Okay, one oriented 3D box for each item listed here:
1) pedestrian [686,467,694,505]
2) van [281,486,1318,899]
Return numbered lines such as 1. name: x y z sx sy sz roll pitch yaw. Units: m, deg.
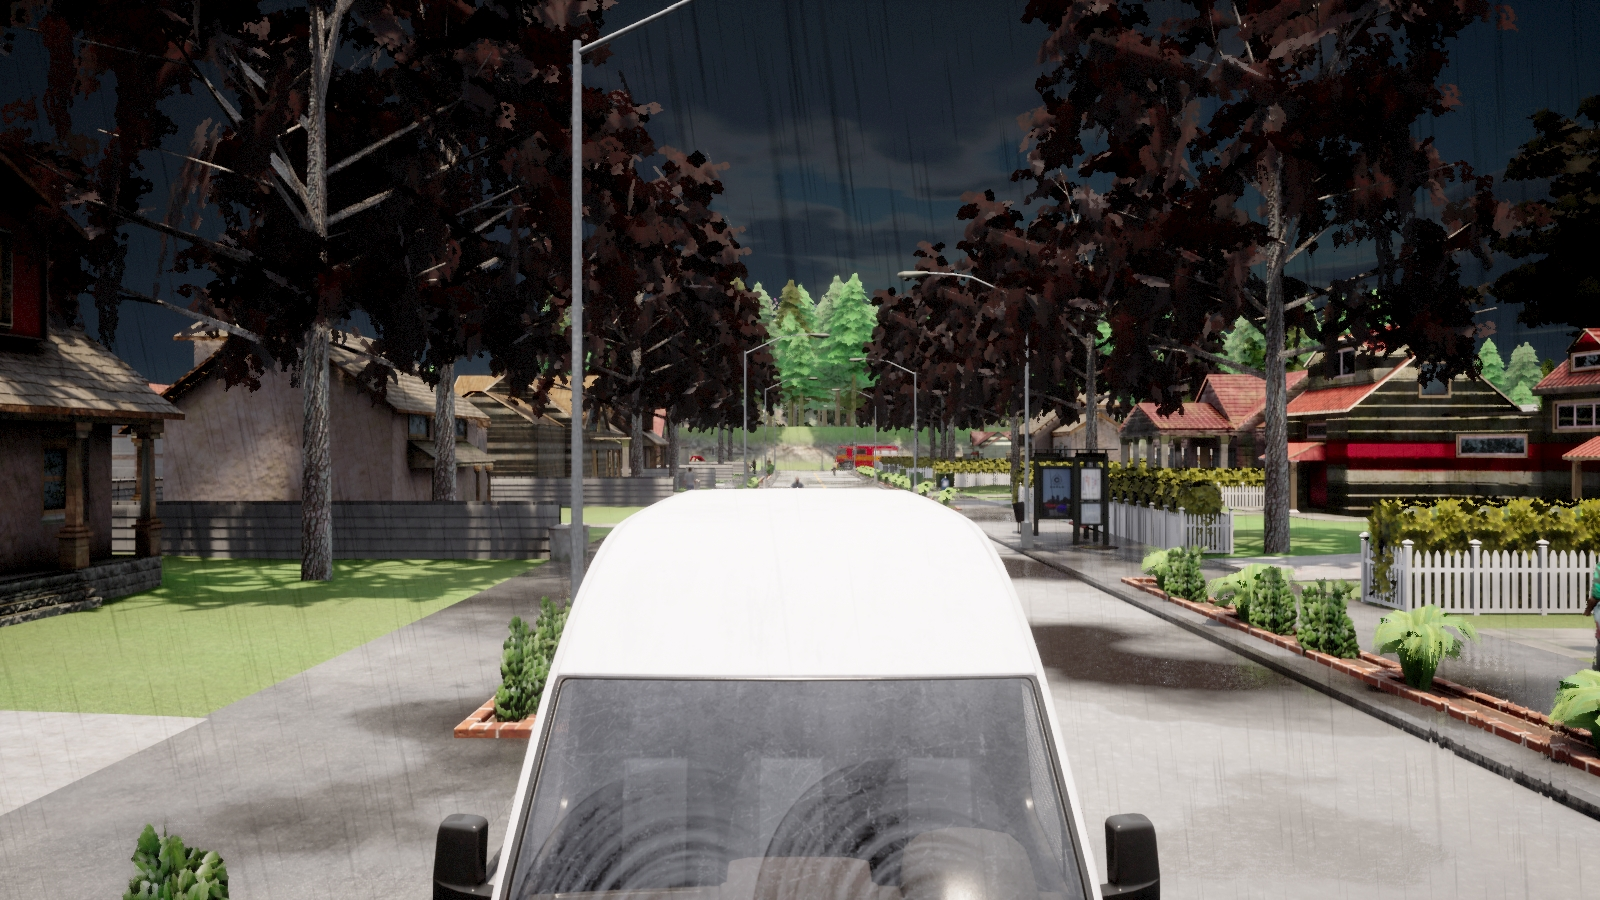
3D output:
1. pedestrian: -5.384 1.743 56.077 0.375 1.860 0.375 0 0 -2
2. van: -0.006 1.534 5.149 1.988 2.561 5.915 0 0 0
